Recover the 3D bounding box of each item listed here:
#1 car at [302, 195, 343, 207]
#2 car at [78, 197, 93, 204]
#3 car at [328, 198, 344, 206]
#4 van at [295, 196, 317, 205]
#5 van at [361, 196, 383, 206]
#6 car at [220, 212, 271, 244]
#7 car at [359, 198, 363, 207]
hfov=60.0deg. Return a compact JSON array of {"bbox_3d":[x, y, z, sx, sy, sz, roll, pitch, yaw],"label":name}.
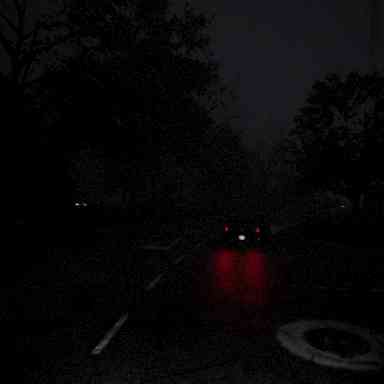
[{"bbox_3d":[22.733,1.498,58.172,5.566,2.045,2.435,0,-1,9],"label":"car"},{"bbox_3d":[-20.555,1.545,63.846,1.895,1.301,4.718,0,-1,0],"label":"car"},{"bbox_3d":[29.543,2.018,68.467,1.882,1.535,5.008,0,-1,9],"label":"car"},{"bbox_3d":[25.509,1.933,74.570,4.442,1.987,1.878,0,-2,9],"label":"van"},{"bbox_3d":[36.306,1.822,66.093,4.442,1.987,1.878,0,-1,9],"label":"van"},{"bbox_3d":[2.750,1.610,16.006,1.895,1.301,4.718,0,0,17],"label":"car"},{"bbox_3d":[31.044,1.562,57.480,2.150,2.045,5.566,0,-1,9],"label":"car"}]
